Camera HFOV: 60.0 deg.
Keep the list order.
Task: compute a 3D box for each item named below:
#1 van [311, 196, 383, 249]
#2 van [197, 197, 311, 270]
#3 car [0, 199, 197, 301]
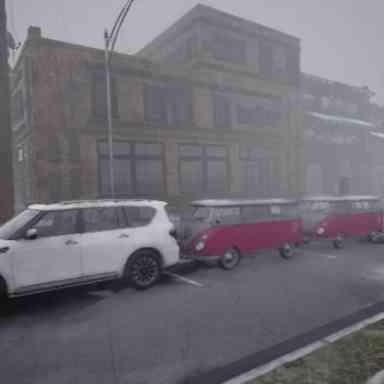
[{"bbox_3d":[6.076,1.155,13.851,4.442,1.987,1.878,-1,0,-35],"label":"van"},{"bbox_3d":[1.544,1.202,10.653,4.442,1.987,1.878,-1,0,-35],"label":"van"},{"bbox_3d":[-2.914,1.220,7.504,5.566,2.045,2.435,-1,0,-35],"label":"car"}]
